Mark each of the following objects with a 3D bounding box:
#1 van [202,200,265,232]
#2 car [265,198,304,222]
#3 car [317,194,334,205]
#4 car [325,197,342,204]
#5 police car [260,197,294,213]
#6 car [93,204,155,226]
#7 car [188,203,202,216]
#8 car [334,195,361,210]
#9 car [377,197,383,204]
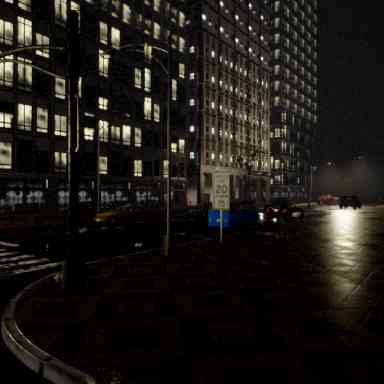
[{"bbox_3d":[2.620,1.371,20.269,1.690,1.788,3.998,0,0,38],"label":"van"},{"bbox_3d":[7.590,1.476,26.892,1.967,1.590,4.097,0,0,38],"label":"car"},{"bbox_3d":[25.143,1.386,62.542,2.192,1.841,5.009,0,0,38],"label":"car"},{"bbox_3d":[28.541,1.630,66.946,2.008,1.369,4.403,0,0,38],"label":"car"},{"bbox_3d":[9.976,1.464,38.684,1.930,1.638,5.238,0,0,38],"label":"police car"},{"bbox_3d":[-4.766,1.547,23.991,1.752,1.417,4.829,0,0,38],"label":"car"},{"bbox_3d":[1.351,1.610,31.706,1.802,1.307,4.206,0,0,38],"label":"car"},{"bbox_3d":[21.185,1.371,44.512,2.192,1.841,5.009,0,0,38],"label":"car"},{"bbox_3d":[38.178,1.661,66.536,1.947,1.339,4.313,0,0,38],"label":"car"}]
